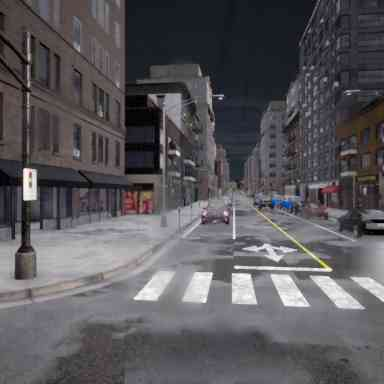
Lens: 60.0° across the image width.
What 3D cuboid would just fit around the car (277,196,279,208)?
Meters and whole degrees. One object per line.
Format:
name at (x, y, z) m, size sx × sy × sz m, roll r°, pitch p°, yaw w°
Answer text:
car at (12.489, 1.577, 44.808) m, size 2.008 × 1.369 × 4.403 m, roll 0°, pitch 0°, yaw 7°

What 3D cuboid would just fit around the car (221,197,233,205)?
car at (6.598, 1.584, 62.216) m, size 2.008 × 1.369 × 4.403 m, roll 0°, pitch 0°, yaw 7°

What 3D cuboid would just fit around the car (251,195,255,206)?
car at (11.131, 1.635, 55.101) m, size 1.895 × 1.301 × 4.718 m, roll 0°, pitch 0°, yaw 7°

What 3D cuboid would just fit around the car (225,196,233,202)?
car at (8.670, 1.639, 78.618) m, size 1.802 × 1.307 × 4.206 m, roll 0°, pitch 0°, yaw 7°

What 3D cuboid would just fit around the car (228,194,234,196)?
car at (5.217, 1.458, 51.281) m, size 1.967 × 1.590 × 4.097 m, roll 0°, pitch 0°, yaw 7°

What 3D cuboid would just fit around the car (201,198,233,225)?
car at (1.766, 1.438, 23.944) m, size 1.967 × 1.590 × 4.097 m, roll 0°, pitch 0°, yaw 7°

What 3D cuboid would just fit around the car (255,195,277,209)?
car at (9.872, 1.526, 44.734) m, size 1.837 × 1.490 × 4.892 m, roll 0°, pitch 0°, yaw 8°

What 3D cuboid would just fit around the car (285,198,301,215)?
car at (11.108, 1.582, 33.874) m, size 1.947 × 1.339 × 4.313 m, roll 0°, pitch 0°, yaw 7°

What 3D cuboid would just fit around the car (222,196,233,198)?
car at (3.837, 1.557, 40.346) m, size 2.008 × 1.369 × 4.403 m, roll 0°, pitch 0°, yaw 7°

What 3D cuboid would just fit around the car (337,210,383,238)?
car at (9.037, 1.577, 17.471) m, size 1.947 × 1.339 × 4.313 m, roll 0°, pitch 0°, yaw 7°

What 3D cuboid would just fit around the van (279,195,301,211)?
van at (11.799, 1.362, 39.341) m, size 1.690 × 1.788 × 3.998 m, roll 0°, pitch 0°, yaw 7°

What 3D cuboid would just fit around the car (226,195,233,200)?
car at (10.741, 1.644, 95.021) m, size 1.947 × 1.339 × 4.313 m, roll 0°, pitch 0°, yaw 7°

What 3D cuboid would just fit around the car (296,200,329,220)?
car at (10.418, 1.595, 28.407) m, size 1.802 × 1.307 × 4.206 m, roll 0°, pitch 0°, yaw 7°

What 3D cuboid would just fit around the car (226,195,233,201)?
car at (10.051, 1.616, 89.554) m, size 1.887 × 1.381 × 4.507 m, roll 0°, pitch 0°, yaw 7°

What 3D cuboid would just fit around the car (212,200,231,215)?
car at (3.146, 1.584, 34.879) m, size 1.802 × 1.307 × 4.206 m, roll 0°, pitch 0°, yaw 7°
